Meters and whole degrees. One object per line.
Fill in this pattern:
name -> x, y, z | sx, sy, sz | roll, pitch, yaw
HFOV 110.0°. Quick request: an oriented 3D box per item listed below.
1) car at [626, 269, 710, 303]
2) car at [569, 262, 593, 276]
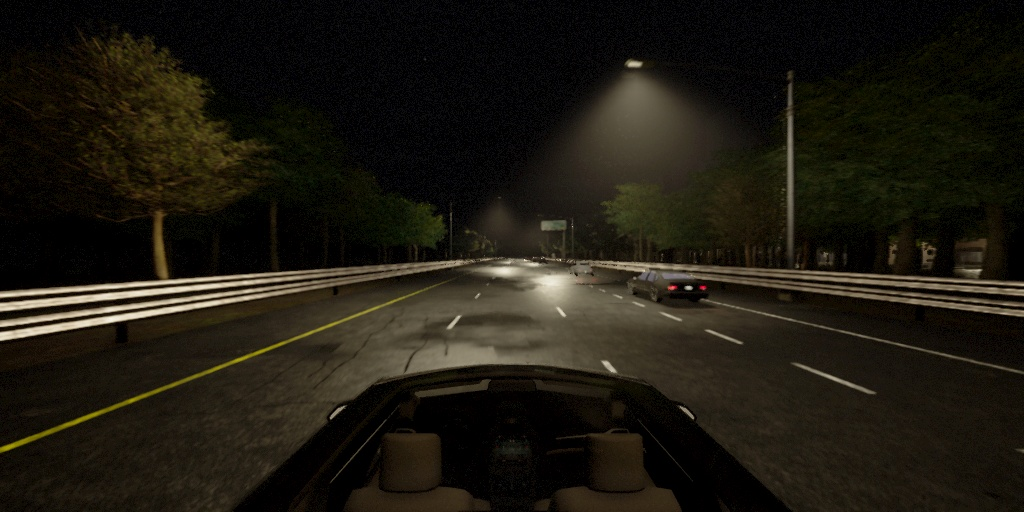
car -> 7.016, 1.309, 16.760 | 2.033, 1.411, 5.357 | 0, 0, 0
car -> 7.080, 1.305, 36.722 | 1.812, 1.442, 4.674 | 0, 0, 0
